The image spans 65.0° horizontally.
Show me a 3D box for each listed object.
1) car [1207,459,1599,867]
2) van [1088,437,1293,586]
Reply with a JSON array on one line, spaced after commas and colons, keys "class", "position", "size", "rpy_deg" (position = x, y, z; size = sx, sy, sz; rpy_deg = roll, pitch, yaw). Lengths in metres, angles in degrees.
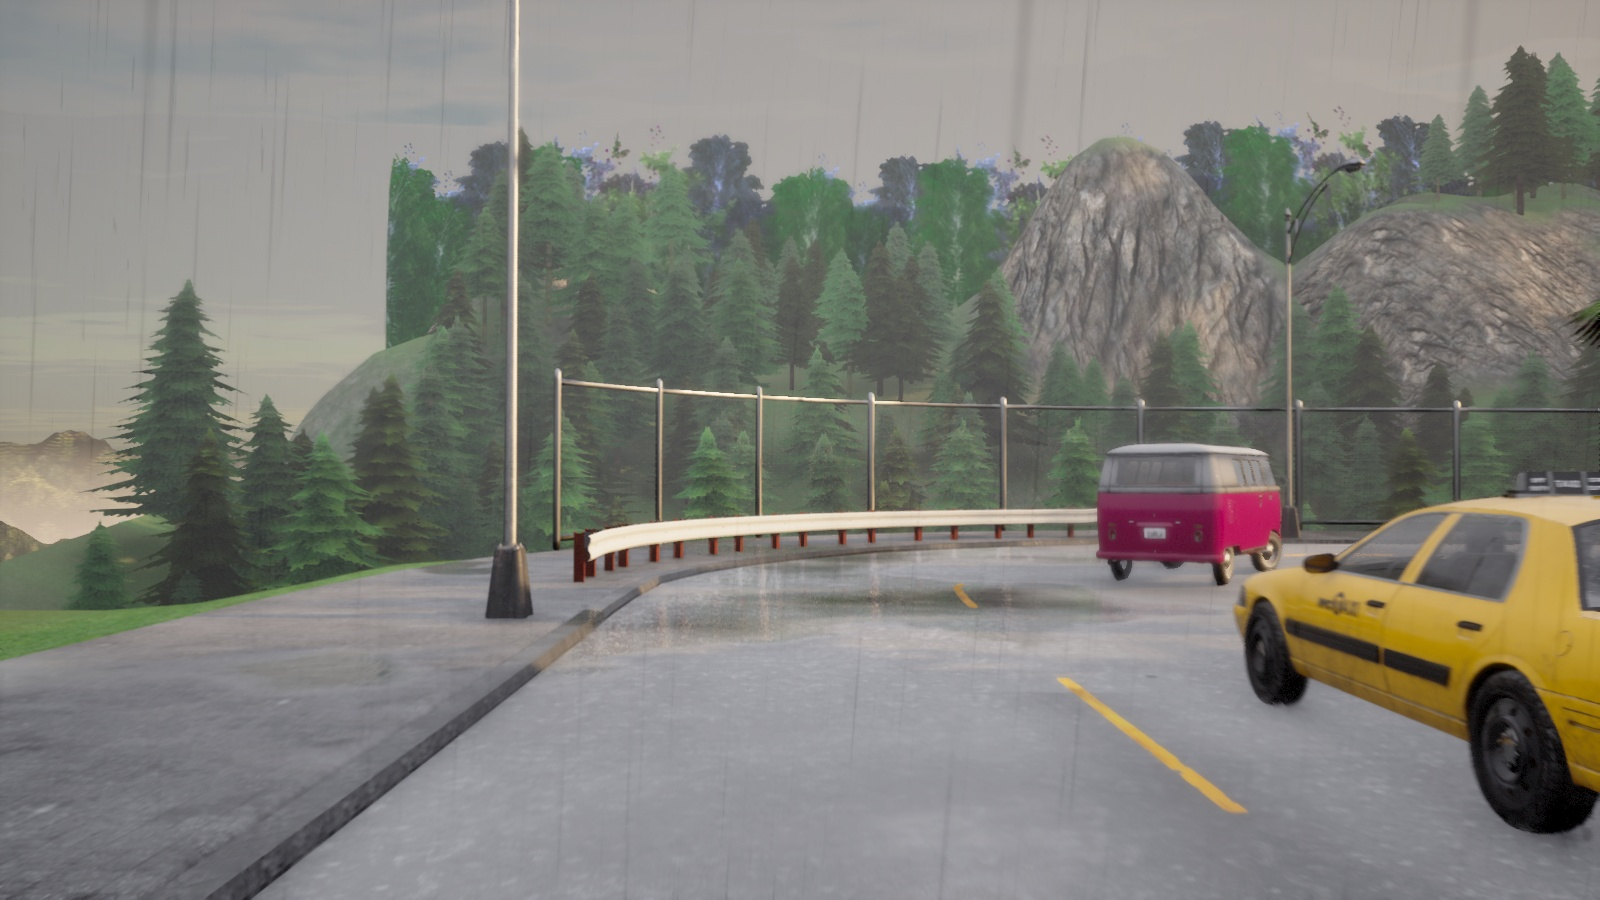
[{"class": "car", "position": [3.984, 0.852, 6.801], "size": [1.801, 1.575, 5.366], "rpy_deg": [0, -1, 0]}, {"class": "van", "position": [6.049, 0.864, 19.091], "size": [1.775, 1.987, 4.442], "rpy_deg": [-1, -1, 34]}]
